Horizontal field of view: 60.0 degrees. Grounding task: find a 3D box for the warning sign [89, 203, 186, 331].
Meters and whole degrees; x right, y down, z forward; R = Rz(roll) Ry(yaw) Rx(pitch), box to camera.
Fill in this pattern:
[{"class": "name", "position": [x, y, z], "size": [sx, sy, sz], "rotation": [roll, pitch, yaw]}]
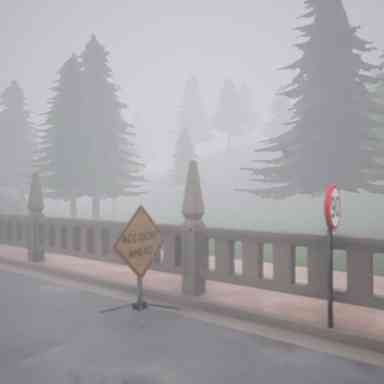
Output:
[{"class": "warning sign", "position": [-0.916, 1.152, 5.810], "size": [1.060, 1.860, 1.300], "rotation": [-1, 0, 35]}]
